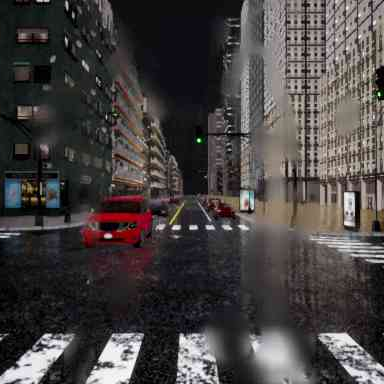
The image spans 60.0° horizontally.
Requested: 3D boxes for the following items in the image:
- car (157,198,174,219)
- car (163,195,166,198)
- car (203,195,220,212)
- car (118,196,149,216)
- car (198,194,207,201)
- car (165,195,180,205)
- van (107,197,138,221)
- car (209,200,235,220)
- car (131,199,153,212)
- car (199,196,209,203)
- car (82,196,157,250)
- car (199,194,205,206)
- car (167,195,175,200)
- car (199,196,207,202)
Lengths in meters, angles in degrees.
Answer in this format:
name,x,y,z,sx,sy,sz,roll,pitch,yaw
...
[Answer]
name,x,y,z,sx,sy,sz,roll,pitch,yaw
car,-3.056,1.560,29.985,2.033,1.411,5.357,0,0,0
car,-5.829,1.494,77.624,1.967,1.590,4.097,0,0,0
car,2.625,1.457,38.946,1.967,1.590,4.097,0,0,0
car,-5.744,1.329,33.403,2.192,1.841,5.009,0,0,0
car,2.542,1.376,83.167,2.192,1.841,5.009,0,0,0
car,-3.110,1.570,58.455,1.895,1.301,4.718,0,0,0
van,-5.734,1.352,27.876,1.690,1.788,3.998,0,0,0
car,2.645,1.592,27.890,1.802,1.307,4.206,0,0,0
car,-5.757,1.562,38.931,1.887,1.381,4.507,0,0,0
car,2.561,1.592,72.112,1.887,1.381,4.507,0,0,0
car,-3.027,1.235,14.759,2.150,2.045,5.566,0,0,0
car,2.593,1.469,55.529,1.967,1.590,4.097,0,0,0
car,-5.861,1.643,94.207,1.947,1.339,4.313,0,0,0
car,2.551,1.636,77.639,1.802,1.307,4.206,0,0,0
